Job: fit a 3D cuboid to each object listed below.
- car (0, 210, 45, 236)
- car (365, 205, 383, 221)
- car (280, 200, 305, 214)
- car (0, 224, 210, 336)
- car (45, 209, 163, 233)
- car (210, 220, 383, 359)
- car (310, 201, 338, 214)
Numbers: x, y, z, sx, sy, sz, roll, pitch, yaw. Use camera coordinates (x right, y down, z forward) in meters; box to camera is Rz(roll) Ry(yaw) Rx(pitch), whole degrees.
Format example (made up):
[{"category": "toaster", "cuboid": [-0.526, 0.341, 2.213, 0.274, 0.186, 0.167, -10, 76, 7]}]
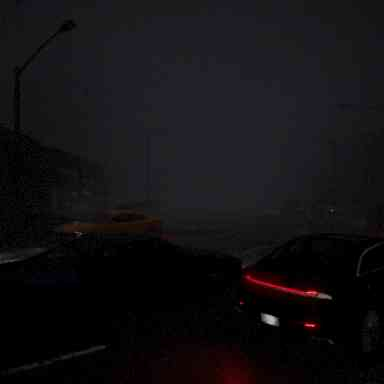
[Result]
[{"category": "car", "cuboid": [-7.679, 1.615, 15.733, 4.674, 1.442, 1.812, 0, 0, -41]}, {"category": "car", "cuboid": [12.728, 1.571, 21.748, 1.882, 1.535, 5.008, 0, 0, 19]}, {"category": "car", "cuboid": [11.275, 1.651, 37.569, 1.882, 1.535, 5.008, 0, -1, 2]}, {"category": "car", "cuboid": [-1.319, 1.584, 6.791, 5.357, 1.411, 2.033, 0, 0, -39]}, {"category": "car", "cuboid": [-3.460, 1.556, 14.696, 1.882, 1.535, 5.008, 0, 0, 43]}, {"category": "car", "cuboid": [2.872, 1.519, 6.108, 4.902, 1.511, 2.128, 0, 0, -41]}, {"category": "car", "cuboid": [14.748, 1.693, 37.165, 1.812, 1.442, 4.674, 0, 0, 2]}]
